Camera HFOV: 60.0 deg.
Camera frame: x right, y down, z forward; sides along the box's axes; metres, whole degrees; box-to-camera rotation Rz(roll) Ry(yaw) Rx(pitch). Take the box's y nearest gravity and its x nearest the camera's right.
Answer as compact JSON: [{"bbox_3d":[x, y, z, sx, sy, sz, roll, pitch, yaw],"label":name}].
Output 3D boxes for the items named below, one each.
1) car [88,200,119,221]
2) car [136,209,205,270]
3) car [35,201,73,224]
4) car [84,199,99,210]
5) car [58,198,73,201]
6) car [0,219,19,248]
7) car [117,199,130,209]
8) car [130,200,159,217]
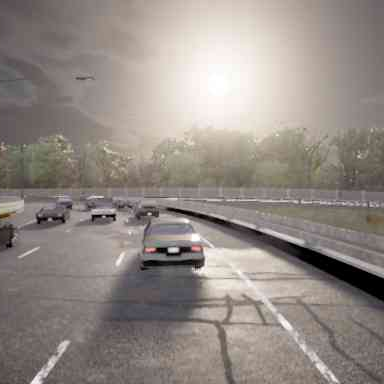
[{"bbox_3d":[-7.264,1.585,27.458,1.895,1.301,4.718,0,0,-15],"label":"car"},{"bbox_3d":[-0.749,1.534,11.027,2.033,1.411,5.357,0,0,-6],"label":"car"},{"bbox_3d":[-10.201,1.600,24.833,1.895,1.301,4.718,0,0,-14],"label":"car"},{"bbox_3d":[-12.828,1.582,43.253,1.895,1.301,4.718,0,0,-23],"label":"car"},{"bbox_3d":[-16.126,1.472,42.037,1.882,1.535,5.008,0,0,-23],"label":"car"},{"bbox_3d":[-7.937,1.514,11.949,1.837,1.490,4.892,0,0,-6],"label":"car"},{"bbox_3d":[-9.008,1.568,43.190,1.895,1.301,4.718,0,0,-22],"label":"car"},{"bbox_3d":[-3.890,1.475,28.194,1.837,1.490,4.892,0,0,-14],"label":"car"}]
